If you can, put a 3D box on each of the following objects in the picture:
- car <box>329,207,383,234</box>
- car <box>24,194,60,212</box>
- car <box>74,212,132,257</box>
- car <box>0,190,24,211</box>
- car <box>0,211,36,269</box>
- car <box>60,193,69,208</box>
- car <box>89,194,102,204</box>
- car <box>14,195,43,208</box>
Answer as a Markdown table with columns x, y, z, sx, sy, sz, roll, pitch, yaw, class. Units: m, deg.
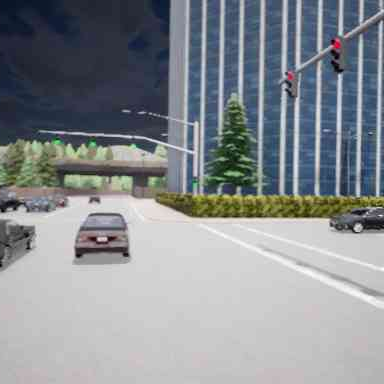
| x | y | z | sx | sy | sz | roll | pitch | yaw | class |
| --- | --- | --- | --- | --- | --- | --- | --- | --- | --- |
| 10.873 | 1.692 | 20.486 | 4.892 | 1.490 | 1.837 | 1 | 0 | -13 | car |
| -15.144 | 1.061 | 33.565 | 2.097 | 1.767 | 4.553 | 1 | 0 | -12 | car |
| -3.282 | 1.482 | 12.647 | 2.033 | 1.411 | 5.357 | 1 | 0 | -12 | car |
| -18.362 | 0.873 | 31.874 | 2.150 | 2.045 | 5.566 | 1 | 0 | -12 | car |
| -6.400 | 1.479 | 10.506 | 1.895 | 1.301 | 4.718 | 1 | 0 | -12 | car |
| -16.981 | 1.023 | 42.263 | 2.097 | 1.767 | 4.553 | 1 | 0 | -12 | car |
| -16.327 | 1.183 | 56.170 | 1.837 | 1.490 | 4.892 | 1 | 1 | -12 | car |
| -20.480 | 1.156 | 41.893 | 2.033 | 1.411 | 5.357 | 1 | 0 | -12 | car |
